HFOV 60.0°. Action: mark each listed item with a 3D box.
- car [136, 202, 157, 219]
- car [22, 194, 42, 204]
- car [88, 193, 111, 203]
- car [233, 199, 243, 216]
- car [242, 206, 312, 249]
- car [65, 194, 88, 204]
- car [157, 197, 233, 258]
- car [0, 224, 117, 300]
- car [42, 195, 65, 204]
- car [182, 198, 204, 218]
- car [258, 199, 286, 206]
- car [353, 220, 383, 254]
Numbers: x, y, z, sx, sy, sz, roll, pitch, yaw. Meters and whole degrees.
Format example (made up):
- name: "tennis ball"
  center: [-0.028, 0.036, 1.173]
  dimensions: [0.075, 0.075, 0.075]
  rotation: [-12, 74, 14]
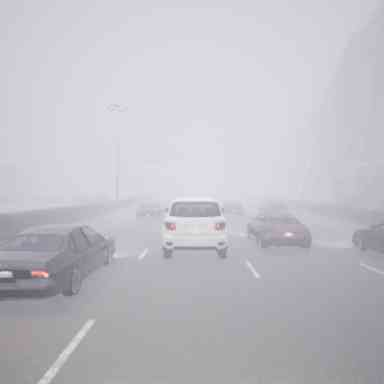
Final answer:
- name: "car"
  center: [-3.397, 1.483, 27.791]
  dimensions: [1.895, 1.301, 4.718]
  rotation: [0, 1, 0]
- name: "car"
  center: [-24.558, 1.048, 51.621]
  dimensions: [2.128, 1.511, 4.902]
  rotation: [0, 1, 0]
- name: "car"
  center: [-14.058, 0.906, 51.711]
  dimensions: [2.097, 1.767, 4.553]
  rotation: [0, 1, 0]
- name: "car"
  center: [3.603, 1.381, 30.489]
  dimensions: [1.812, 1.442, 4.674]
  rotation: [0, 1, 0]
- name: "car"
  center: [3.603, 1.538, 14.384]
  dimensions: [1.994, 1.385, 4.181]
  rotation: [0, 0, 0]
- name: "car"
  center: [-17.555, 1.054, 51.984]
  dimensions: [1.837, 1.490, 4.892]
  rotation: [0, 1, 0]
- name: "car"
  center: [0.103, 1.203, 12.892]
  dimensions: [2.150, 2.045, 5.566]
  rotation: [0, 0, 0]
- name: "car"
  center: [-3.398, 1.541, 8.561]
  dimensions: [2.033, 1.411, 5.357]
  rotation: [0, 0, 0]
- name: "car"
  center: [-21.048, 1.117, 51.806]
  dimensions: [1.994, 1.385, 4.181]
  rotation: [0, 1, 0]
- name: "car"
  center: [0.103, 1.370, 29.620]
  dimensions: [1.837, 1.490, 4.892]
  rotation: [0, 1, 0]
- name: "car"
  center: [7.103, 1.369, 29.608]
  dimensions: [1.837, 1.490, 4.892]
  rotation: [0, 1, 0]
- name: "car"
  center: [7.101, 1.513, 10.869]
  dimensions: [1.812, 1.442, 4.674]
  rotation: [0, 0, 0]
